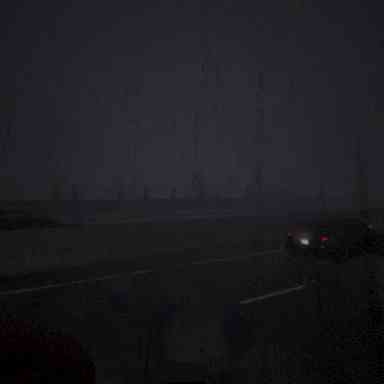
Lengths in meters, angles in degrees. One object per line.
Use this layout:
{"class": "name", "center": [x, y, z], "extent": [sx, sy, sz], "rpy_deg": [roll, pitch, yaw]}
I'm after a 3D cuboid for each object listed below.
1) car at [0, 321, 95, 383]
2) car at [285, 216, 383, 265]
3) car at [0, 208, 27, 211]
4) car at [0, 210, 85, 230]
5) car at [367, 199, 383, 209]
{"class": "car", "center": [-2.991, 1.478, 1.613], "extent": [5.008, 1.535, 1.882], "rpy_deg": [0, 0, -36]}
{"class": "car", "center": [5.240, 1.564, 11.788], "extent": [4.181, 1.385, 1.994], "rpy_deg": [0, 0, -36]}
{"class": "car", "center": [-8.793, 1.505, 14.914], "extent": [4.892, 1.490, 1.837], "rpy_deg": [0, 0, -35]}
{"class": "car", "center": [-6.596, 1.547, 12.187], "extent": [5.357, 1.411, 2.033], "rpy_deg": [0, 0, -36]}
{"class": "car", "center": [22.706, 1.563, 39.114], "extent": [4.181, 1.385, 1.994], "rpy_deg": [0, 0, -24]}
